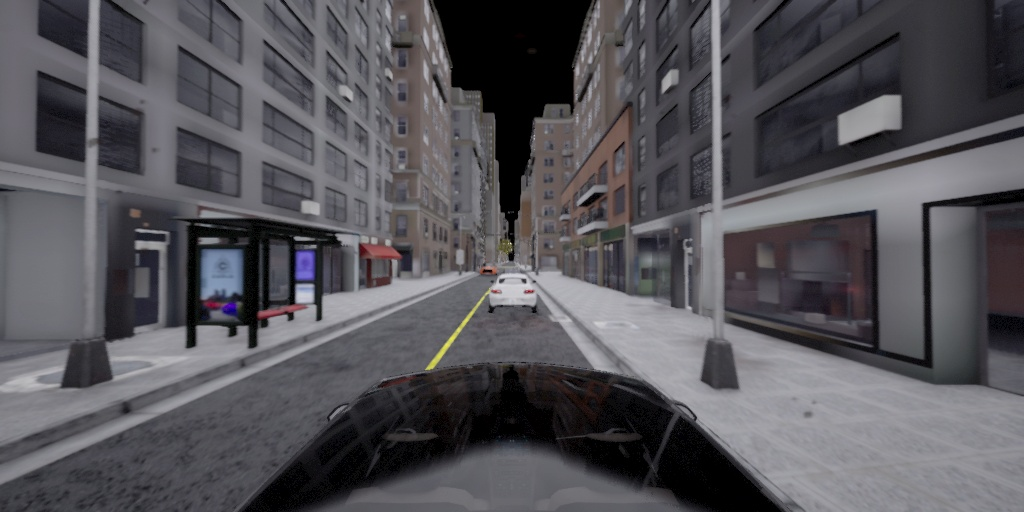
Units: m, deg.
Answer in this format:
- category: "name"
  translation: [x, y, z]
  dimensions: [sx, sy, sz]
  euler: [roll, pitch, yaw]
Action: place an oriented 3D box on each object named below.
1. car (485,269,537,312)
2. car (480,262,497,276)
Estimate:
- category: "car"
  translation: [0.052, 1.428, 14.875]
  dimensions: [1.812, 1.442, 4.674]
  euler: [0, 0, 1]
- category: "car"
  translation: [-3.040, 1.640, 47.105]
  dimensions: [2.097, 1.767, 4.553]
  euler: [0, -1, 1]
